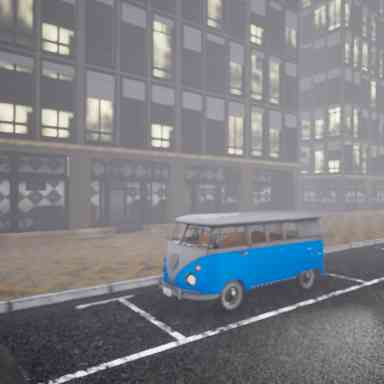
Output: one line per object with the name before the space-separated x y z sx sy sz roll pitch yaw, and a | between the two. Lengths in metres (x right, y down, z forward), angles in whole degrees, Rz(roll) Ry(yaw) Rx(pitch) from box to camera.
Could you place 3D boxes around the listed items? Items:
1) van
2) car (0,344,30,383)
van | 1.250 1.346 7.446 3.998 1.788 1.690 0 0 -36
car | -2.870 1.565 1.335 4.181 1.385 1.994 0 0 -36
